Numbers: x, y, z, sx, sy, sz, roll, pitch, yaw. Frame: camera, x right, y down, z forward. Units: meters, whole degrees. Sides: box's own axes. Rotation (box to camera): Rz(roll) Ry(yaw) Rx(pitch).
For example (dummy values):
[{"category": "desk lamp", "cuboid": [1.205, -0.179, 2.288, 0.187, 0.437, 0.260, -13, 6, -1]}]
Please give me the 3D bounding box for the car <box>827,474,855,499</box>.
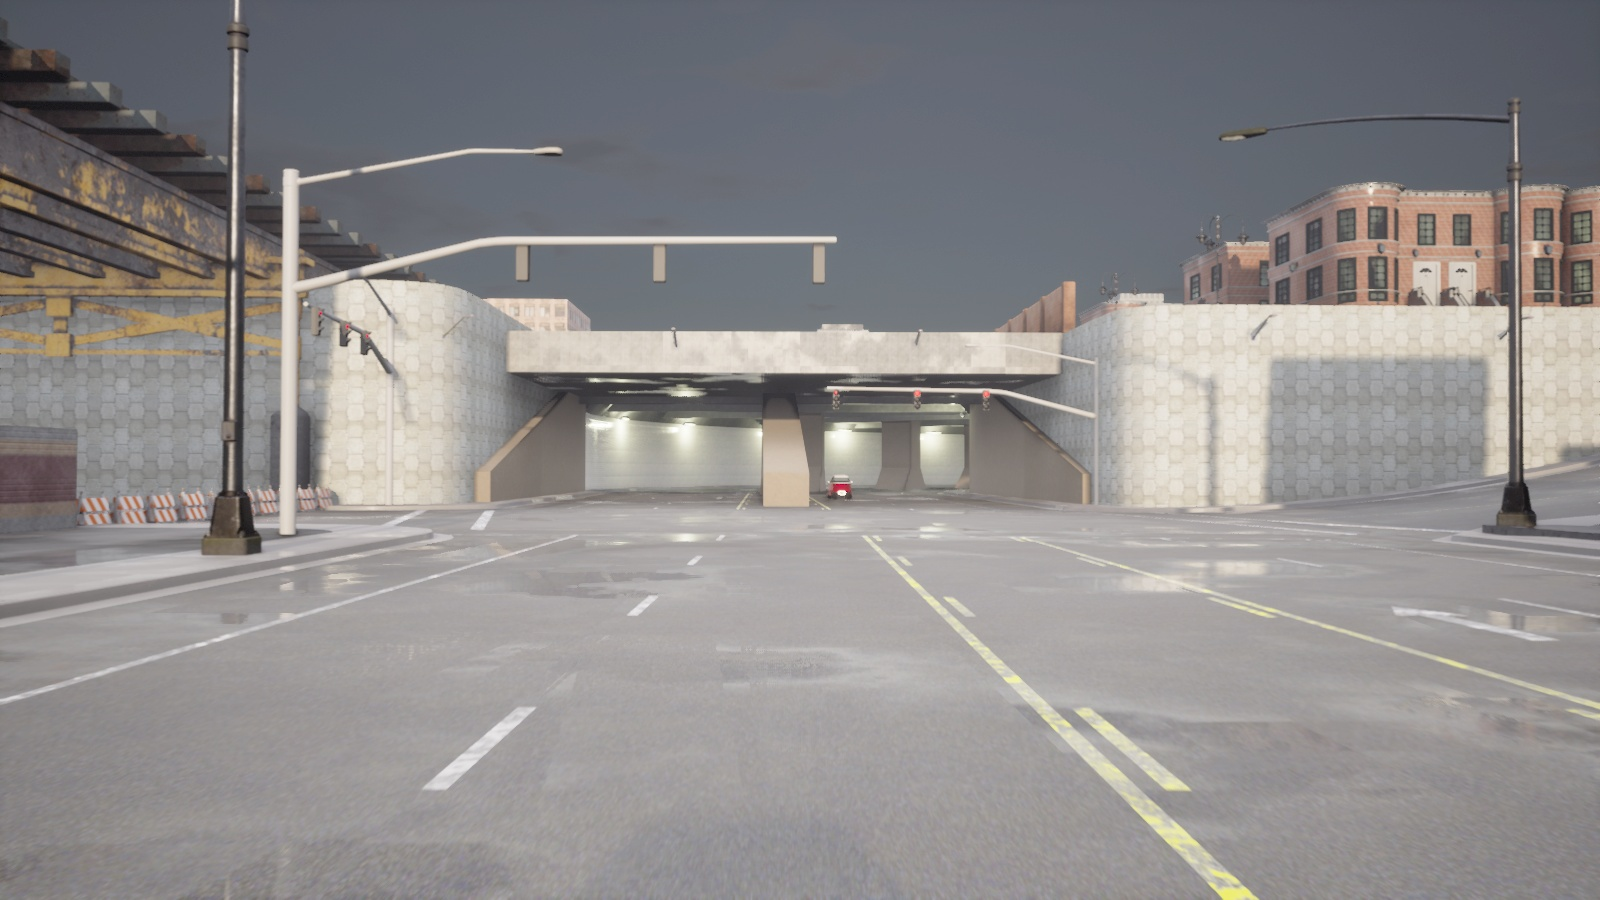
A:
[{"category": "car", "cuboid": [2.305, 2.053, 71.213, 1.481, 1.376, 2.207, 0, -1, -2]}]
